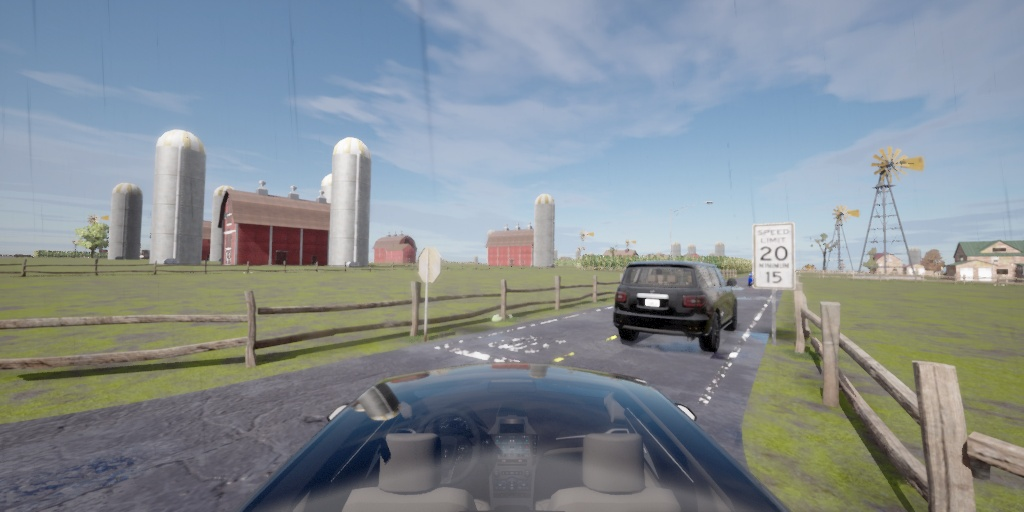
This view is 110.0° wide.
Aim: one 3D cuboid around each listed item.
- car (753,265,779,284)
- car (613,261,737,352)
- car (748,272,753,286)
[{"bbox_3d":[30.628,2.158,43.156,2.150,2.045,5.566,-1,-2,38],"label":"car"},{"bbox_3d":[4.676,1.170,9.862,2.150,2.045,5.566,-1,-2,38],"label":"car"},{"bbox_3d":[24.354,2.172,35.032,1.882,1.535,5.008,-1,-2,38],"label":"car"}]
